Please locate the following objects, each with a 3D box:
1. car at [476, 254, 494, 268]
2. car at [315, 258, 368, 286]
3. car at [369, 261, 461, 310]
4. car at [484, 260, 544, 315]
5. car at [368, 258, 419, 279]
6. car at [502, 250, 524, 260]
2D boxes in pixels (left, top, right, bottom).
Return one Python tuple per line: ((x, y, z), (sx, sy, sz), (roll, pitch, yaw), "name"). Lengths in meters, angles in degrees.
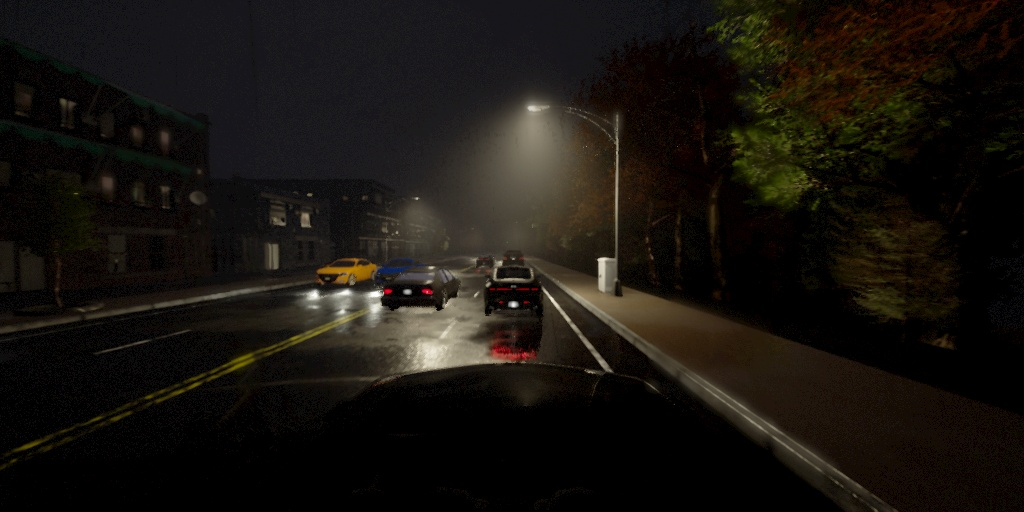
((-3.119, 0.553, 42.442), (2.128, 1.511, 4.902), (0, 1, 0), "car")
((-9.776, 0.892, 21.526), (1.882, 1.535, 5.008), (0, 1, 1), "car")
((-3.179, 1.099, 13.445), (2.033, 1.411, 5.357), (0, 1, 1), "car")
((0.063, 1.072, 12.608), (1.837, 1.490, 4.892), (0, 1, 1), "car")
((-6.526, 0.892, 21.516), (1.882, 1.535, 5.008), (0, 1, 1), "car")
((0.129, 0.351, 38.472), (2.150, 2.045, 5.566), (0, 1, 0), "car")
